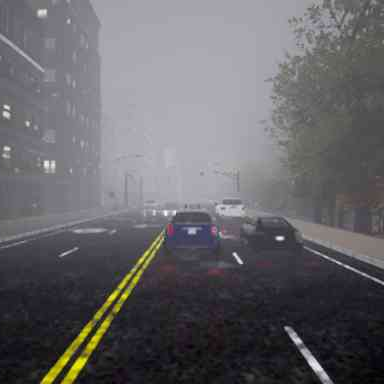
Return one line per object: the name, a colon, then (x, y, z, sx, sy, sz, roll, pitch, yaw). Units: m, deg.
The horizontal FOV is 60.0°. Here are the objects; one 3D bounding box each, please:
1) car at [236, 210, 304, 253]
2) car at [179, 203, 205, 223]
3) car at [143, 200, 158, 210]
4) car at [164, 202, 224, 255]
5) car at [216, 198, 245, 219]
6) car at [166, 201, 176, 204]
car: (3.261, 1.701, 14.297, 1.994, 1.385, 4.181, 0, -1, 0)
car: (0.016, 1.775, 29.308, 2.128, 1.511, 4.902, 0, 0, 0)
car: (-6.484, 2.041, 52.370, 1.812, 1.442, 4.674, 0, -1, 0)
car: (0.009, 1.485, 14.080, 2.097, 1.767, 4.553, 0, -1, 0)
car: (3.262, 1.497, 29.038, 2.150, 2.045, 5.566, 0, 0, 0)
car: (-3.232, 2.117, 52.635, 1.895, 1.301, 4.718, 0, -1, 0)
